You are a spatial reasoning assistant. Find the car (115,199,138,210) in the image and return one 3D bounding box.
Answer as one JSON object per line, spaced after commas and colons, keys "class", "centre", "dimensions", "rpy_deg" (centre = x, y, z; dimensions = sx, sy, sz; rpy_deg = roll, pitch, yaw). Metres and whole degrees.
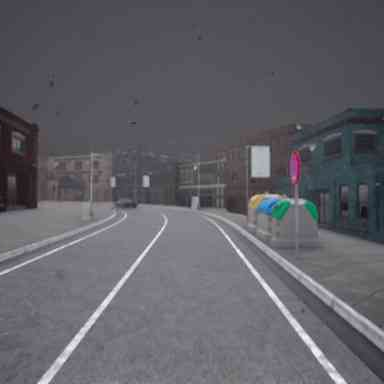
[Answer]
{"class": "car", "centre": [-8.510, 1.553, 42.961], "dimensions": [1.895, 1.301, 4.718], "rpy_deg": [1, 0, -28]}
